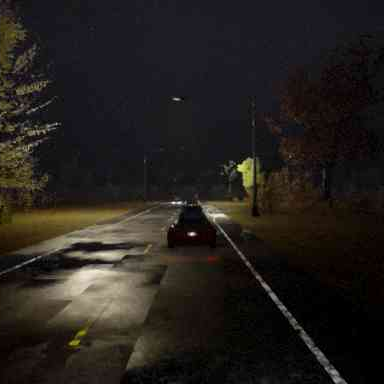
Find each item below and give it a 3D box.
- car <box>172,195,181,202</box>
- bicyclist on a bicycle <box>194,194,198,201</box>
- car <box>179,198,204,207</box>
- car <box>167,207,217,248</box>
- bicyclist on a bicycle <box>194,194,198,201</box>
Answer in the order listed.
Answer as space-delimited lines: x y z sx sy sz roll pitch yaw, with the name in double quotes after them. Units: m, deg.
-3.500 1.438 75.955 2.128 1.511 4.902 0 0 0 "car"
0.962 1.324 75.078 0.659 1.776 1.843 0 0 0 "bicyclist on a bicycle"
0.000 1.508 29.650 1.837 1.490 4.892 0 0 0 "car"
0.000 1.569 14.650 1.994 1.385 4.181 0 0 0 "car"
0.953 1.362 84.079 0.866 1.612 1.509 0 0 0 "bicyclist on a bicycle"
